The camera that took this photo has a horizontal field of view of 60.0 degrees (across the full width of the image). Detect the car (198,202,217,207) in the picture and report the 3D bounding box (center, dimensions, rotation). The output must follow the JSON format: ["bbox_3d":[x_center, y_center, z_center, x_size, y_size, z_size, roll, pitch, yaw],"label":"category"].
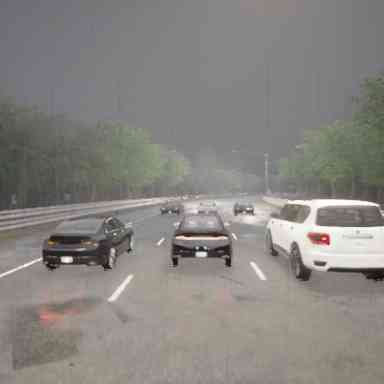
[{"bbox_3d":[1.627,1.628,33.672,1.895,1.301,4.718,0,0,5],"label":"car"}]

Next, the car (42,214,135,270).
[{"bbox_3d":[-3.182,1.511,11.069,1.837,1.490,4.892,0,0,2],"label":"car"}]

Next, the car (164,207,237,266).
[{"bbox_3d":[0.335,1.502,11.555,2.128,1.511,4.902,0,0,2],"label":"car"}]

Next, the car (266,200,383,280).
[{"bbox_3d":[3.781,1.234,10.112,2.150,2.045,5.566,0,0,2],"label":"car"}]

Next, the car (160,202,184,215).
[{"bbox_3d":[-1.889,1.624,33.624,1.895,1.301,4.718,0,0,5],"label":"car"}]

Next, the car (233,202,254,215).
[{"bbox_3d":[5.150,1.632,33.774,1.895,1.301,4.718,0,0,5],"label":"car"}]
